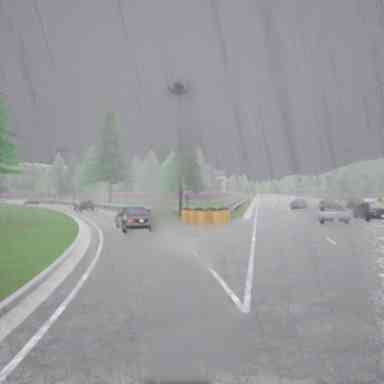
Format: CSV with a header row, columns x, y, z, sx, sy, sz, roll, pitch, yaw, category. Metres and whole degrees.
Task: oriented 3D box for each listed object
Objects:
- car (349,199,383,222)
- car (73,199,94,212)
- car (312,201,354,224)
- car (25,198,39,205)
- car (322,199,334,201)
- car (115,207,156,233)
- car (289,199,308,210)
x,y,z,sx,sy,sz,roll,pitch,yaw,category
13.869,1.515,25.595,1.812,1.442,4.674,0,0,11,car
-13.489,1.672,41.336,1.837,1.490,4.892,0,0,-30,car
10.087,1.607,24.447,1.895,1.301,4.718,0,0,11,car
-32.544,1.880,67.646,1.994,1.385,4.181,0,0,-38,car
17.182,1.575,42.154,1.994,1.385,4.181,0,0,11,car
-3.530,1.613,20.243,2.033,1.411,5.357,0,0,-19,car
13.768,1.594,42.934,1.994,1.385,4.181,0,0,11,car
